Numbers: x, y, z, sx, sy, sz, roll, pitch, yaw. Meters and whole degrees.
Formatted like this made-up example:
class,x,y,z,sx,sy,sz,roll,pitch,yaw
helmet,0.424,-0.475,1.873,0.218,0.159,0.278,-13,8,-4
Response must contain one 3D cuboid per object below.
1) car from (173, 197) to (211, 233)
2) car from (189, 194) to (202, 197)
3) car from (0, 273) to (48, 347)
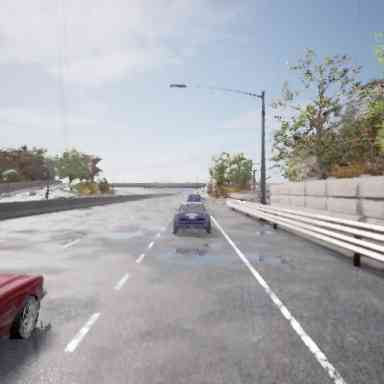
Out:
class,x,y,z,sx,sy,sz,roll,pitch,yaw
car,0.002,1.364,19.886,2.097,1.767,4.553,0,0,0
car,0.620,1.272,50.644,2.150,2.045,5.566,0,0,7
car,-3.399,1.601,3.585,1.895,1.301,4.718,0,0,0
